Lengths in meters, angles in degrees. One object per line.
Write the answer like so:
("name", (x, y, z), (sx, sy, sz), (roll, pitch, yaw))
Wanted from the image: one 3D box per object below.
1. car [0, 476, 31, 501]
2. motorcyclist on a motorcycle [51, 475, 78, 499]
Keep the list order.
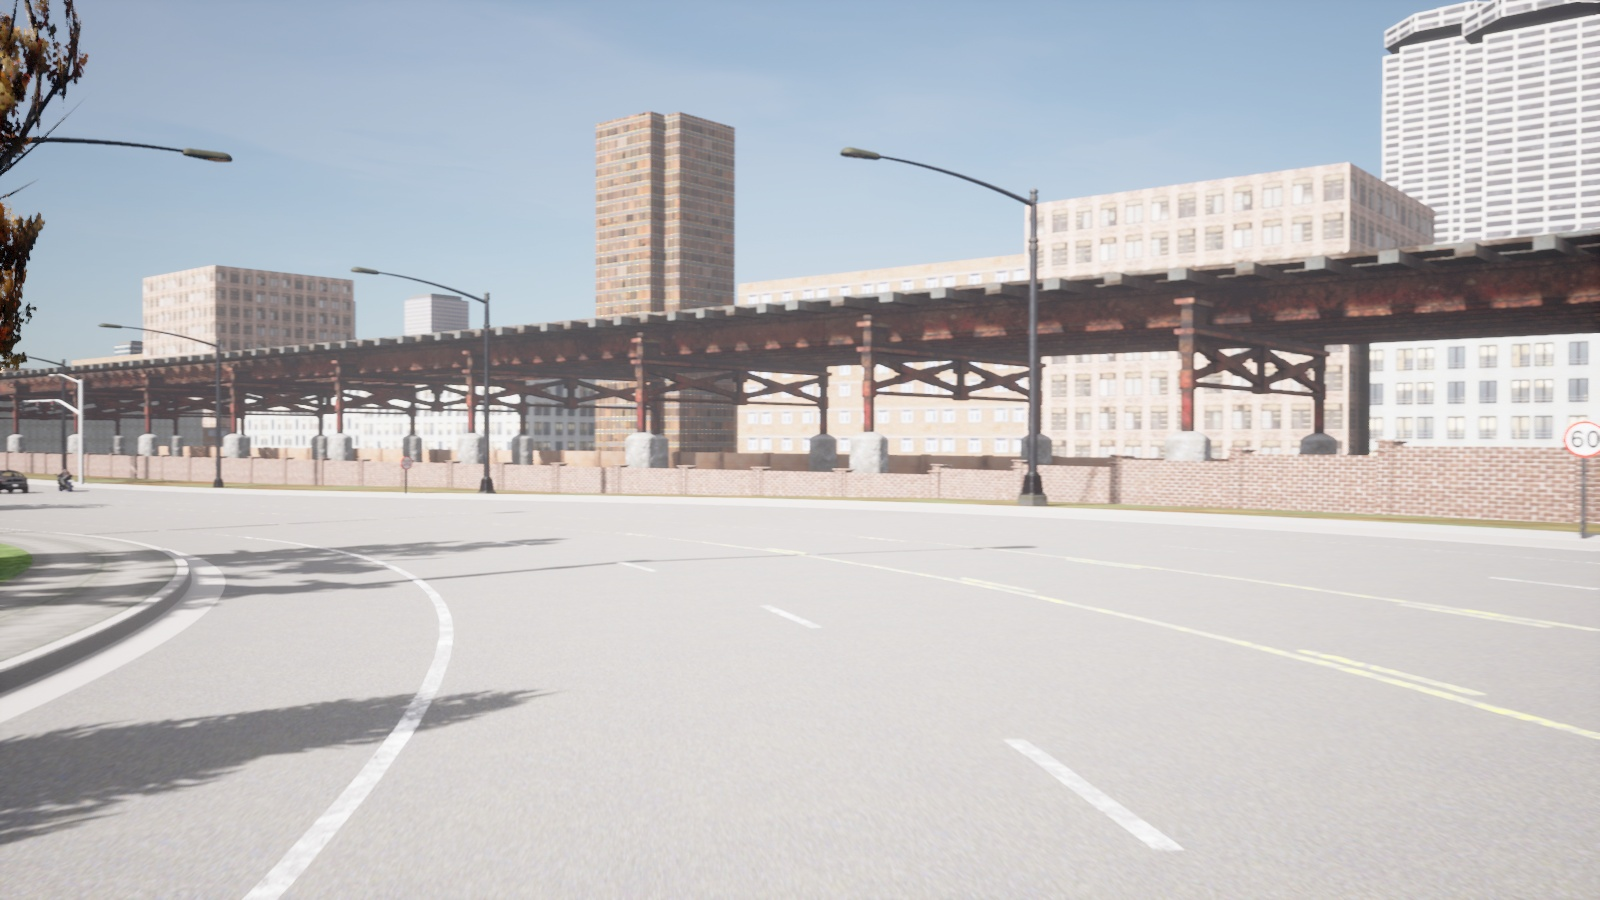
("car", (-50.446, 2.434, 79.492), (4.193, 1.474, 1.816), (-1, 0, 41))
("motorcyclist on a motorcycle", (-48.102, 2.424, 82.091), (2.191, 1.530, 0.866), (-1, 0, 41))
